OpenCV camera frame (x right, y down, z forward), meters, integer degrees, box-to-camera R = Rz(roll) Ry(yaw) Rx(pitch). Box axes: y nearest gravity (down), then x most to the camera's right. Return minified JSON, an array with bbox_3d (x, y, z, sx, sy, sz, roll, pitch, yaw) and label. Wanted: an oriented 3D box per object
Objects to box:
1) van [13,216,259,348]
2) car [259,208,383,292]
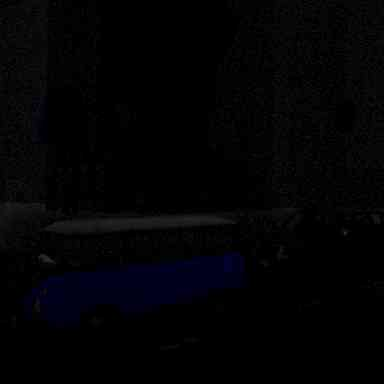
[{"bbox_3d":[-0.859,1.366,6.036,3.998,1.788,1.690,1,0,-36],"label":"van"},{"bbox_3d":[3.762,1.392,9.334,5.009,1.841,2.192,1,0,-36],"label":"car"}]
